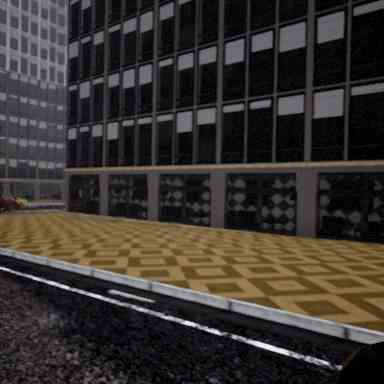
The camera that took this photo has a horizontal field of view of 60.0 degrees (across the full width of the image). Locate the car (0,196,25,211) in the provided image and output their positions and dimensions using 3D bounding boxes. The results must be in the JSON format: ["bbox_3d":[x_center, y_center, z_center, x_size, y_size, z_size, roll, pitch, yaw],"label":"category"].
[{"bbox_3d":[-20.453,1.147,34.013,2.192,1.841,5.009,1,0,36],"label":"car"}]

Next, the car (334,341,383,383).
[{"bbox_3d":[3.165,1.523,1.408,4.892,1.490,1.837,0,0,36],"label":"car"}]

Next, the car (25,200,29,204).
[{"bbox_3d":[-23.953,1.186,43.387,1.752,1.417,4.829,1,0,36],"label":"car"}]
